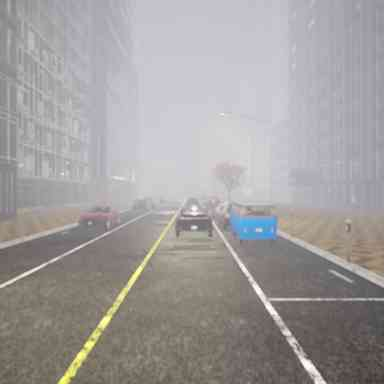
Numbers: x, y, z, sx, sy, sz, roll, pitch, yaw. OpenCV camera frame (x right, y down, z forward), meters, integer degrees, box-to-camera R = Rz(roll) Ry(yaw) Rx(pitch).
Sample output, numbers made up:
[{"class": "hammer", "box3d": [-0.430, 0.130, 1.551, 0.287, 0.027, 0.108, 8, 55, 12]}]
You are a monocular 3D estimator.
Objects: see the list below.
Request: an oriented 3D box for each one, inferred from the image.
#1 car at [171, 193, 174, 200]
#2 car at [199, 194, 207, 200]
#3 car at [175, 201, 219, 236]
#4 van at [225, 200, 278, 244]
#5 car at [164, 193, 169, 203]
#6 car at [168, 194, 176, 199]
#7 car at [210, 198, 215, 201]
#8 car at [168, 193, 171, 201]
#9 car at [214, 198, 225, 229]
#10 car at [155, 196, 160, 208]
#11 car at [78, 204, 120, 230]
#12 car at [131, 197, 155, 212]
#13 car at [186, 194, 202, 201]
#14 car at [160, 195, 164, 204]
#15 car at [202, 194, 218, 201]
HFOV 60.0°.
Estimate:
[{"class": "car", "box3d": [-5.675, 1.322, 76.017, 1.752, 1.417, 4.829, 0, 0, 0]}, {"class": "car", "box3d": [2.706, 1.221, 81.725, 1.967, 1.590, 4.097, 0, 0, 0]}, {"class": "car", "box3d": [0.103, 1.443, 18.009, 2.128, 1.511, 4.902, 0, 0, 0]}, {"class": "van", "box3d": [2.697, 1.300, 15.254, 1.690, 1.788, 3.998, 0, 0, 0]}, {"class": "car", "box3d": [-5.678, 1.386, 59.569, 1.887, 1.381, 4.507, 0, 0, 0]}, {"class": "car", "box3d": [-5.673, 1.318, 92.805, 1.947, 1.339, 4.313, 0, 0, 0]}, {"class": "car", "box3d": [2.698, 1.455, 26.503, 1.752, 1.417, 4.829, 0, 0, 0]}, {"class": "car", "box3d": [-5.677, 1.267, 65.109, 1.967, 1.590, 4.097, 0, 0, 0]}, {"class": "car", "box3d": [2.698, 1.384, 20.794, 1.967, 1.590, 4.097, 0, 0, 0]}, {"class": "car", "box3d": [-5.680, 1.327, 42.951, 1.967, 1.590, 4.097, 0, 0, 0]}, {"class": "car", "box3d": [-5.683, 1.490, 20.795, 1.887, 1.381, 4.507, 0, 0, 0]}, {"class": "car", "box3d": [-5.681, 1.446, 37.412, 1.887, 1.381, 4.507, 0, 0, 0]}, {"class": "car", "box3d": [0.107, 1.406, 44.921, 1.812, 1.442, 4.674, 0, 0, 0]}, {"class": "car", "box3d": [-5.679, 1.422, 48.491, 2.008, 1.369, 4.403, 0, 0, 0]}, {"class": "car", "box3d": [2.701, 1.325, 42.951, 1.967, 1.590, 4.097, 0, 0, 0]}]
